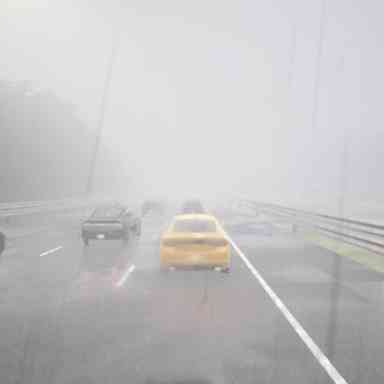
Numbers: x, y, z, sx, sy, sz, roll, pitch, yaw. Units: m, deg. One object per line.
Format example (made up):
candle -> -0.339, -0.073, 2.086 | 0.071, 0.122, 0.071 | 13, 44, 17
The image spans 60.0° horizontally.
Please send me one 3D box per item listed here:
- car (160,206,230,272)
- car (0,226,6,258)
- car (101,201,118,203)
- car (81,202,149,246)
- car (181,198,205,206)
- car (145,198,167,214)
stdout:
car -> 0.079, 1.446, 10.678 | 1.882, 1.535, 5.008 | 0, 1, 0
car -> -6.916, 1.205, 8.108 | 2.150, 2.045, 5.566 | 0, 0, -1
car -> -6.921, 1.441, 28.722 | 1.895, 1.301, 4.718 | 0, 0, 0
car -> -3.414, 1.434, 14.881 | 2.128, 1.511, 4.902 | 0, 0, 0
car -> 0.078, 1.332, 30.402 | 1.837, 1.490, 4.892 | 0, 0, 0
car -> -3.422, 1.331, 30.453 | 1.837, 1.490, 4.892 | 0, 0, 0
